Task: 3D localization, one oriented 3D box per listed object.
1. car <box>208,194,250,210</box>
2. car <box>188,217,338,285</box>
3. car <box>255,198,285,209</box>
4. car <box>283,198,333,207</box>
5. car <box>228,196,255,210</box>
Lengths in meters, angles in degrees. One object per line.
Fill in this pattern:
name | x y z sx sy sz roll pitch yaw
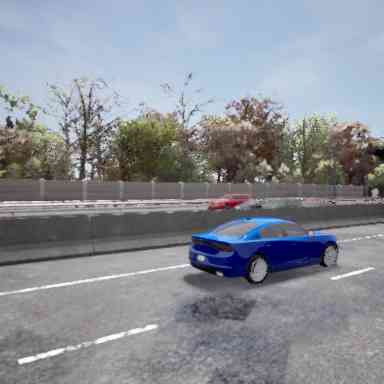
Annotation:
car | 4.437 1.237 37.236 5.566 2.045 2.150 0 0 -36
car | 2.241 1.480 9.642 5.008 1.535 1.882 0 0 -35
car | 8.558 1.367 31.579 4.553 1.767 2.097 0 0 -35
car | 10.430 1.492 28.616 5.008 1.535 1.882 0 0 -35
car | 6.552 1.506 34.448 4.902 1.511 2.128 0 0 -35
